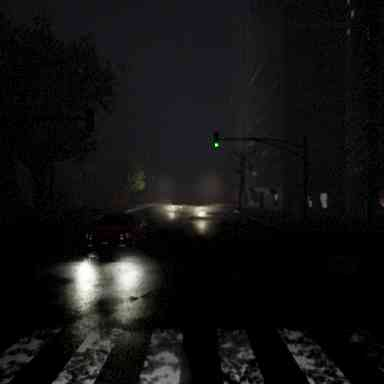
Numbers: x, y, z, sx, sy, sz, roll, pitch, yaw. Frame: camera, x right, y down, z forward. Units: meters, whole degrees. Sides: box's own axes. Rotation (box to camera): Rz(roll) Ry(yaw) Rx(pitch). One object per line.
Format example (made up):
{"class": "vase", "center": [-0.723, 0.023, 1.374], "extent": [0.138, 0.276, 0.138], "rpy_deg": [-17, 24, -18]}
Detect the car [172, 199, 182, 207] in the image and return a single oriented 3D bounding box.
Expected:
{"class": "car", "center": [-3.229, 2.347, 72.259], "extent": [1.882, 1.535, 5.008], "rpy_deg": [0, -1, 0]}

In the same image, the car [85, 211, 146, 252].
{"class": "car", "center": [-3.247, 1.660, 14.954], "extent": [1.882, 1.535, 5.008], "rpy_deg": [0, 0, 0]}
